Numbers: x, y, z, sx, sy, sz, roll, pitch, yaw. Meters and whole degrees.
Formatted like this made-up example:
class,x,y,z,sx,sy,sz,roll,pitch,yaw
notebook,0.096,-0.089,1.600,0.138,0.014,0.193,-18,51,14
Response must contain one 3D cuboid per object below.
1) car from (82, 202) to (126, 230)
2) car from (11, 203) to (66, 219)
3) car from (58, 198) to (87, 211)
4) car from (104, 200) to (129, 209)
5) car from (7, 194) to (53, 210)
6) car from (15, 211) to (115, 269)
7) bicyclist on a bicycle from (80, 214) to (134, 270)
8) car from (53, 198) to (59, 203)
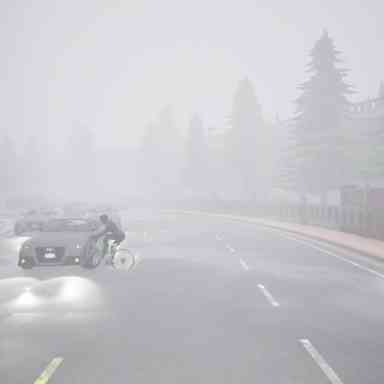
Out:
class,x,y,z,sx,sy,sz,roll,pitch,yaw
car,-5.619,1.564,20.824,1.994,1.385,4.181,0,0,-20
car,-8.435,1.564,18.623,1.994,1.385,4.181,0,0,-16
car,-10.103,1.505,29.650,1.837,1.490,4.892,0,0,-35
car,-9.637,1.601,39.239,4.718,1.301,1.895,0,0,41
car,-20.911,1.221,42.319,5.566,2.045,2.150,0,0,22
car,-4.018,1.562,11.058,1.994,1.385,4.181,0,0,-4
bicyclist on a bicycle,-2.451,1.485,9.637,1.656,1.620,0.582,5,0,-3
car,-18.035,1.526,44.855,4.674,1.442,1.812,0,0,23
